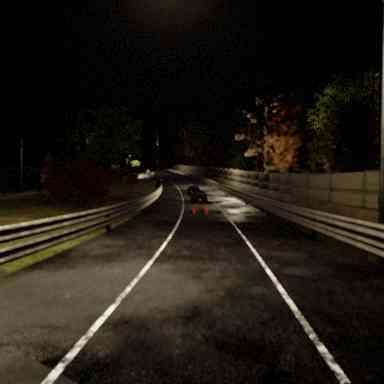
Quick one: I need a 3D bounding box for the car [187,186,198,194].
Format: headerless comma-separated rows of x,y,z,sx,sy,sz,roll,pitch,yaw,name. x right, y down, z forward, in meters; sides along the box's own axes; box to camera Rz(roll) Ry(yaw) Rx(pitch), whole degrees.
0.267,-0.220,48.384,2.033,1.411,5.357,0,5,-4,car

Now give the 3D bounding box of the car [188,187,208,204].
0.776,0.522,37.731,1.812,1.442,4.674,0,4,-2,car
